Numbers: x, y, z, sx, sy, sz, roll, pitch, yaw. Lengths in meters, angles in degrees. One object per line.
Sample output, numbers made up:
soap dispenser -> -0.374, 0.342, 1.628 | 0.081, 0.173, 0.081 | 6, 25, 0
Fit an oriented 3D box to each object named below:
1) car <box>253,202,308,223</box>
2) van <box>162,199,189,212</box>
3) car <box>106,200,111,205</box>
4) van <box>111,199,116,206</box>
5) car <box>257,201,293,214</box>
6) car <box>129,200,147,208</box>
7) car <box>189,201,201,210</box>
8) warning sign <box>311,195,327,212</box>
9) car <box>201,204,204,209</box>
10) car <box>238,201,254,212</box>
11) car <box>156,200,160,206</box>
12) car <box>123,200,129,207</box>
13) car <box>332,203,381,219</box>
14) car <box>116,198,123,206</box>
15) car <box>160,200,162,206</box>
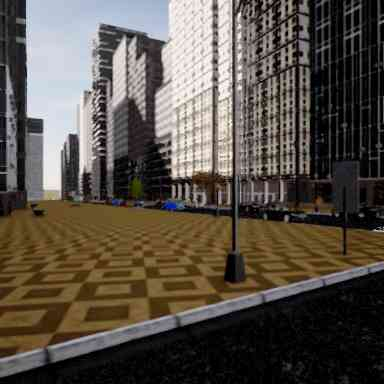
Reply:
car -> 7.296, 1.660, 26.670 | 2.008, 1.369, 4.403 | -1, 0, -26
van -> -2.405, 1.821, 46.974 | 1.690, 1.788, 3.998 | -1, 0, -26
car -> -21.790, 2.806, 87.573 | 1.887, 1.381, 4.507 | -1, 0, -26
van -> -16.947, 2.403, 77.424 | 1.690, 1.788, 3.998 | -1, 0, -26
car -> 10.010, 1.841, 40.433 | 1.947, 1.339, 4.313 | -1, 0, -26
car -> -9.672, 2.317, 62.198 | 2.008, 1.369, 4.403 | -1, 0, -26
car -> -0.984, 2.018, 50.114 | 1.837, 1.490, 4.892 | 0, -1, -25
warning sign -> 14.234, 1.307, 37.162 | 1.300, 1.860, 1.060 | 1, 0, -26
car -> 0.116, 2.172, 55.050 | 1.895, 1.301, 4.718 | 0, -1, -25
car -> 7.586, 1.934, 45.508 | 1.947, 1.339, 4.313 | -1, 0, -26
car -> -6.957, 2.527, 75.960 | 1.802, 1.307, 4.206 | -1, 0, -26
car -> -12.023, 2.386, 67.120 | 1.752, 1.417, 4.829 | -1, 0, -26
car -> 14.857, 1.643, 30.282 | 2.008, 1.369, 4.403 | -1, 0, -26
car -> -14.519, 2.507, 72.348 | 1.887, 1.381, 4.507 | -1, 0, -26
car -> -3.939, 2.295, 63.424 | 1.994, 1.385, 4.181 | 0, -1, -26
